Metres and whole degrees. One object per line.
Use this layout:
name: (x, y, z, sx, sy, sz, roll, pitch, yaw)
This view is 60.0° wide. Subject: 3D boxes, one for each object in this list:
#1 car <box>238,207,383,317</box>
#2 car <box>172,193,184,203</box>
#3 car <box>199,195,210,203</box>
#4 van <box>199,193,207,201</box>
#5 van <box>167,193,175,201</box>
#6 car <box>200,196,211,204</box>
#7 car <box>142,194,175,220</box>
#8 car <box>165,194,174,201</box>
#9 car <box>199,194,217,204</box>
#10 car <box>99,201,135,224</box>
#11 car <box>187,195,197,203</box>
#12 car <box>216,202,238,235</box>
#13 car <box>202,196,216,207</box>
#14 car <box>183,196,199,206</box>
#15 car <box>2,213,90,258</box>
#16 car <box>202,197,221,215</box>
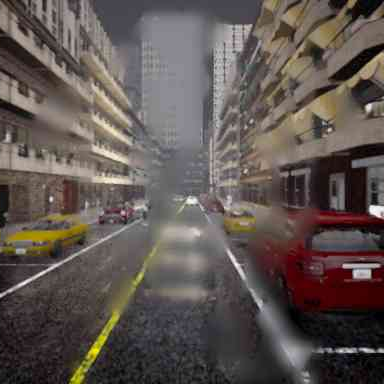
car: (2.553, 1.310, 7.377, 2.192, 1.841, 5.009, -1, 0, 0)
car: (-2.755, 1.130, 69.178, 2.150, 2.045, 5.566, 0, 0, 0)
car: (2.550, 1.381, 68.416, 1.967, 1.590, 4.097, -1, 0, 0)
van: (2.549, 1.270, 79.514, 1.690, 1.788, 3.998, -1, 0, 0)
van: (-5.332, 1.264, 85.043, 1.690, 1.788, 3.998, -1, 0, 0)
car: (2.552, 1.471, 63.037, 1.752, 1.417, 4.829, -1, 0, 0)
car: (-2.849, 1.330, 27.904, 2.097, 1.767, 4.553, 0, 0, 0)
car: (-5.330, 1.369, 79.495, 1.967, 1.590, 4.097, -1, 0, 0)
car: (2.551, 1.277, 46.220, 2.192, 1.841, 5.009, -1, 0, 0)
car: (-5.327, 1.421, 24.003, 1.967, 1.590, 4.097, -1, 0, 0)
car: (-0.004, 1.458, 67.985, 1.812, 1.442, 4.674, 0, 0, 0)
car: (2.555, 1.511, 18.645, 1.752, 1.417, 4.829, -1, 0, 0)
car: (2.552, 1.397, 51.769, 1.967, 1.590, 4.097, -1, 0, 0)
car: (-0.004, 1.482, 52.021, 1.812, 1.442, 4.674, 0, 0, 0)
car: (-5.325, 1.516, 12.735, 1.752, 1.417, 4.829, -1, 0, 0)
car: (2.224, 1.499, 33.816, 1.812, 1.442, 4.674, 0, 0, 0)
